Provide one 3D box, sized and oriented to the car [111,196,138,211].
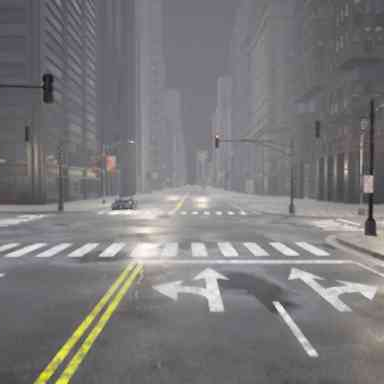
[{"bbox_3d":[-6.468,1.121,32.222,1.994,1.385,4.181,0,1,0],"label":"car"}]
